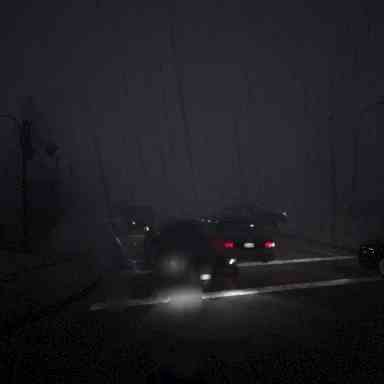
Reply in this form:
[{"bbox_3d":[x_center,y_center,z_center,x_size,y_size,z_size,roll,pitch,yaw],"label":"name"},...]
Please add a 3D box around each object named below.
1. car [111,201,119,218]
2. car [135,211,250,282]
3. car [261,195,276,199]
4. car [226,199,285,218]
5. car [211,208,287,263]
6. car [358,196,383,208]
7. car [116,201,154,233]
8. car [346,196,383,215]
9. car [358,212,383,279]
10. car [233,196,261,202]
[{"bbox_3d":[-6.398,1.516,30.349,2.033,1.411,5.357,0,0,-17],"label":"car"},{"bbox_3d":[-0.368,1.543,10.146,2.033,1.411,5.357,0,0,-15],"label":"car"},{"bbox_3d":[10.231,1.277,47.183,2.152,1.636,5.027,0,0,-17],"label":"car"},{"bbox_3d":[3.000,1.467,19.078,5.357,1.411,2.033,-4,2,-34],"label":"car"},{"bbox_3d":[1.446,1.541,11.872,2.033,1.411,5.357,0,0,-4],"label":"car"},{"bbox_3d":[23.800,1.273,43.299,1.845,1.501,3.633,0,0,-17],"label":"car"},{"bbox_3d":[-3.132,1.529,19.971,2.033,1.411,5.357,0,0,-17],"label":"car"},{"bbox_3d":[15.535,1.355,29.286,1.970,1.475,3.806,0,0,-17],"label":"car"},{"bbox_3d":[6.786,1.475,8.007,5.008,1.535,1.882,0,0,36],"label":"car"},{"bbox_3d":[7.246,1.287,46.218,2.007,1.523,4.514,0,0,-17],"label":"car"}]
